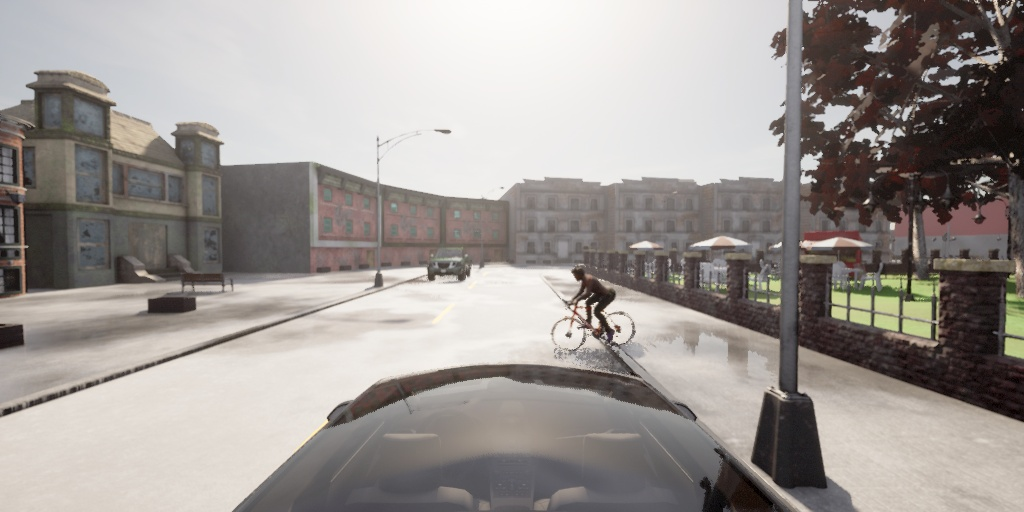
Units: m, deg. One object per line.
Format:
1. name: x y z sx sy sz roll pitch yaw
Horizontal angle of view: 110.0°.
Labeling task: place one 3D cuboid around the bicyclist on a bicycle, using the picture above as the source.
1. bicyclist on a bicycle: 1.530 1.018 6.972 1.656 1.620 0.582 -7 1 0

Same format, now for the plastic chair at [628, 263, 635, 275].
1. plastic chair: 7.955 0.828 24.838 0.730 1.272 0.750 0 0 0

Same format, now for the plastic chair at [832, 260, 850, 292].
1. plastic chair: 15.115 0.974 16.788 0.730 1.272 0.750 0 0 -39

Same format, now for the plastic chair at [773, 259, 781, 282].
1. plastic chair: 16.368 0.910 21.597 0.730 1.272 0.750 0 0 -40

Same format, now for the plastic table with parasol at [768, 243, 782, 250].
1. plastic table with parasol: 17.399 0.290 22.342 2.482 2.480 2.482 0 0 -40

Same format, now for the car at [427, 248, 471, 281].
1. car: -4.040 0.466 23.846 2.150 2.045 5.566 0 1 0

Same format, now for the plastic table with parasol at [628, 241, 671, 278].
1. plastic table with parasol: 9.217 0.228 24.749 2.482 2.480 2.482 0 0 0

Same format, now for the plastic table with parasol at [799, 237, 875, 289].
1. plastic table with parasol: 15.949 0.336 17.522 2.482 2.480 2.482 0 0 -38

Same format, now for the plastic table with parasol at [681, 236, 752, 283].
1. plastic table with parasol: 10.019 0.297 17.054 2.482 2.480 2.482 0 0 -38

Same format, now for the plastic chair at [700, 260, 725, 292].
1. plastic chair: 9.034 0.951 16.329 0.730 1.272 0.750 0 0 -40

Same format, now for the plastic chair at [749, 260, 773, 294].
1. plastic chair: 10.966 0.957 16.043 0.750 1.272 0.730 0 0 -32

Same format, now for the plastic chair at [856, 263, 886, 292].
1. plastic chair: 16.652 0.940 16.628 0.750 1.272 0.730 0 0 -38

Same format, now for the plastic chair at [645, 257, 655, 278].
1. plastic chair: 9.290 0.860 23.422 0.750 1.272 0.730 0 0 5
